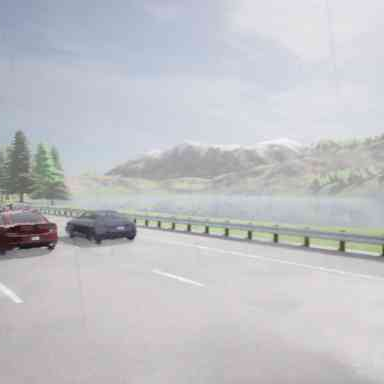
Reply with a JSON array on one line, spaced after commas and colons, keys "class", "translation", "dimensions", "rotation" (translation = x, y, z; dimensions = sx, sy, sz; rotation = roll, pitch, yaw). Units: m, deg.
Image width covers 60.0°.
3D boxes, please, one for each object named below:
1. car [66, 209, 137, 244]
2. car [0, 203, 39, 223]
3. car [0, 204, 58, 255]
[{"class": "car", "translation": [-4.376, 1.519, 15.742], "dimensions": [1.994, 1.385, 4.181], "rotation": [-1, 1, -41]}, {"class": "car", "translation": [-14.116, 1.616, 26.879], "dimensions": [1.895, 1.301, 4.718], "rotation": [-1, 1, -41]}, {"class": "car", "translation": [-7.120, 1.483, 13.563], "dimensions": [1.882, 1.535, 5.008], "rotation": [-1, 1, -41]}]
